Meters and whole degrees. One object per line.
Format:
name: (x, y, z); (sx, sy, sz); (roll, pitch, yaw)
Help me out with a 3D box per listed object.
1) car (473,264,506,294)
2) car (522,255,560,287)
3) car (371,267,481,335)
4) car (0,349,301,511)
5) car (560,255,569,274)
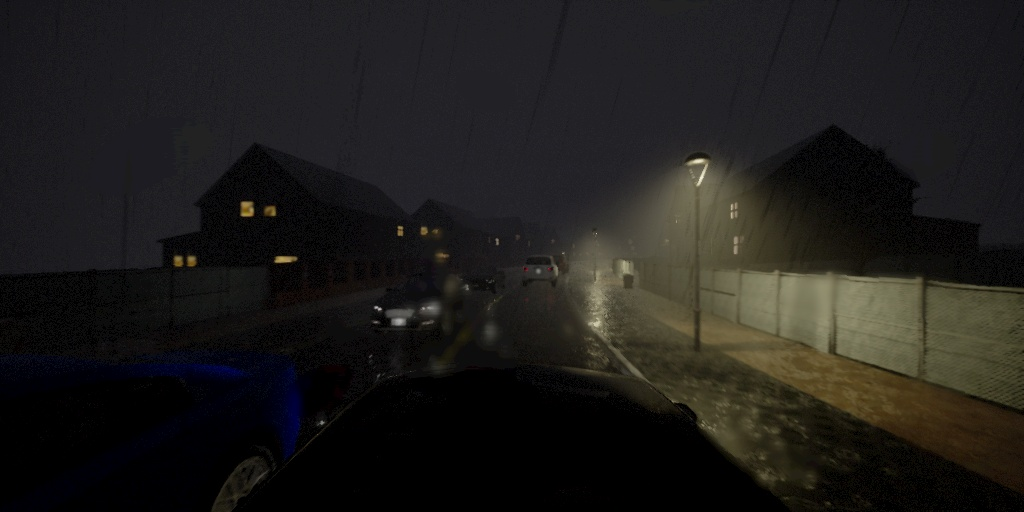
car: (-1.528, 1.214, 20.627); (1.882, 1.535, 5.008); (0, 0, 7)
car: (1.999, 0.950, 24.723); (2.150, 2.045, 5.566); (0, 1, 9)
car: (-2.443, 1.248, 10.669); (2.128, 1.511, 4.902); (0, 0, 4)
car: (-2.736, 1.214, 0.967); (1.882, 1.535, 5.008); (0, 0, 0)
car: (4.947, 0.869, 39.177); (2.150, 2.045, 5.566); (0, 1, 14)
